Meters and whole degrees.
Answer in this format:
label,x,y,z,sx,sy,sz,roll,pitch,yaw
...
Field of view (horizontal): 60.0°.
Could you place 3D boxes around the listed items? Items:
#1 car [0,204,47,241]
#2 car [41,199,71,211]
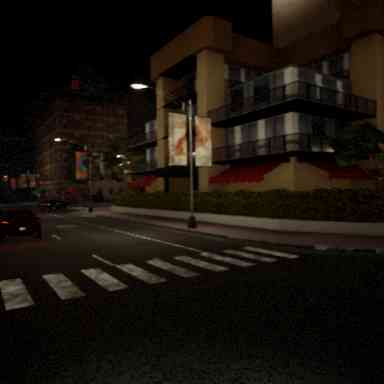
label,x,y,z,sx,sy,sz,roll,pitch,yaw
car,-9.348,1.595,17.705,1.882,1.535,5.008,-1,0,-34
car,-18.240,1.722,44.612,1.837,1.490,4.892,-2,0,16
